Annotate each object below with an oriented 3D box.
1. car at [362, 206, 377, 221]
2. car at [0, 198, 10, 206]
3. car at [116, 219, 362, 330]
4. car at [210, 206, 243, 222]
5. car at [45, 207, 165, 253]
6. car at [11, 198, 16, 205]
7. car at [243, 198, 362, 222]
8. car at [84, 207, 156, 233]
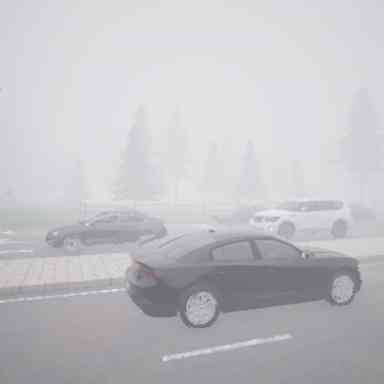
[{"bbox_3d":[13.191,1.741,27.695,4.181,1.385,1.994,0,0,-20],"label":"car"},{"bbox_3d":[-34.189,1.807,59.275,1.812,1.442,4.674,0,0,-20],"label":"car"},{"bbox_3d":[1.158,1.519,6.876,5.008,1.535,1.882,0,0,-21],"label":"car"},{"bbox_3d":[4.042,1.691,24.241,5.357,1.411,2.033,0,0,-21],"label":"car"},{"bbox_3d":[-3.455,1.565,13.907,4.902,1.511,2.128,0,0,-21],"label":"car"},{"bbox_3d":[-37.554,1.924,68.585,1.895,1.301,4.718,0,0,-20],"label":"car"},{"bbox_3d":[5.771,1.329,17.411,5.566,2.045,2.150,0,0,-21],"label":"car"},{"bbox_3d":[-4.571,1.676,20.972,4.181,1.385,1.994,0,0,-21],"label":"car"}]
